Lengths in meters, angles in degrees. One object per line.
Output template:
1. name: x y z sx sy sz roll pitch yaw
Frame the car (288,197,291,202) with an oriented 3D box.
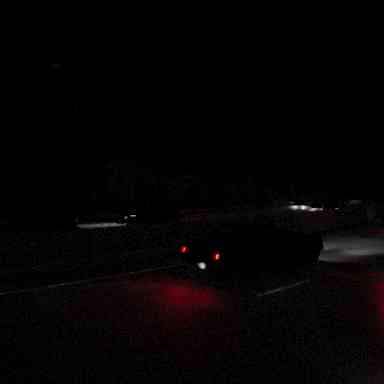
1. car: 26.976 1.907 88.442 1.994 1.385 4.181 0 0 0

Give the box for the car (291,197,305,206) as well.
1. car: 19.171 1.834 59.481 1.895 1.301 4.718 0 0 19

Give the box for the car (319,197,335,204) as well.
1. car: 29.592 1.831 72.882 2.033 1.411 5.357 0 0 9

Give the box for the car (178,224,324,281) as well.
1. car: 1.975 1.607 9.988 4.718 1.301 1.895 0 0 -39

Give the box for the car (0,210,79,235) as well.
1. car: -7.657 1.568 15.970 4.181 1.385 1.994 0 0 -38

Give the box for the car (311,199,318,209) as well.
1. car: 18.621 1.688 48.792 1.812 1.442 4.674 0 0 25

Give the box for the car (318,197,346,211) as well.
1. car: 15.179 1.595 35.464 1.837 1.490 4.892 0 0 33

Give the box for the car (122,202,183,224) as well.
1. car: -2.824 1.534 24.689 4.892 1.490 1.837 0 0 -44
